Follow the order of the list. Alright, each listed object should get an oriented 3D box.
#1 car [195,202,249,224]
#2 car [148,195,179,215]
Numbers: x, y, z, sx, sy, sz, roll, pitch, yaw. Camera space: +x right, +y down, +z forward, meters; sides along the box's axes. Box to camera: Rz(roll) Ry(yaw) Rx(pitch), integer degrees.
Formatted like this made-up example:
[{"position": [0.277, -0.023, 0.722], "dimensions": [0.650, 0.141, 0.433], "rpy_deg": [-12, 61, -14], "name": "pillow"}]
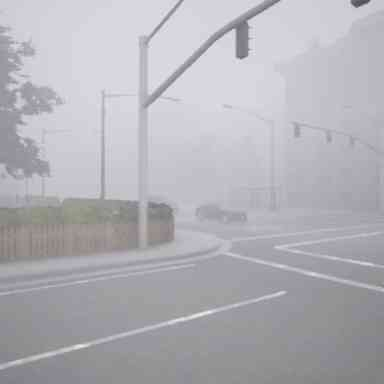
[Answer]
[{"position": [2.207, 1.548, 25.711], "dimensions": [1.882, 1.535, 5.008], "rpy_deg": [0, 0, -35], "name": "car"}, {"position": [-3.481, 1.292, 33.935], "dimensions": [2.150, 2.045, 5.566], "rpy_deg": [0, 0, -35], "name": "car"}]
